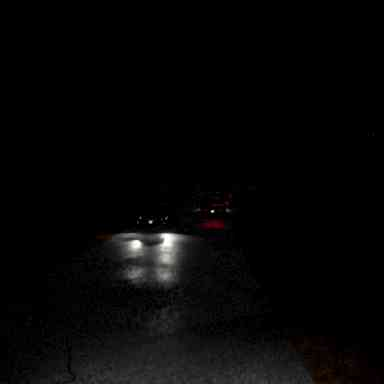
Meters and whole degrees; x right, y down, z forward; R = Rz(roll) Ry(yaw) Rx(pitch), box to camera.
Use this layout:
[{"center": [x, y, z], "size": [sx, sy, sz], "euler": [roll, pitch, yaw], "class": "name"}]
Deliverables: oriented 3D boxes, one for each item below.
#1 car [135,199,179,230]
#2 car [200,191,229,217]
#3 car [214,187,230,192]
[{"center": [-1.848, 1.189, 18.881], "size": [1.837, 1.490, 4.892], "euler": [2, 1, 5], "class": "car"}, {"center": [1.661, 0.988, 25.298], "size": [1.837, 1.490, 4.892], "euler": [0, 2, 6], "class": "car"}, {"center": [3.778, 0.116, 42.814], "size": [2.128, 1.511, 4.902], "euler": [0, 3, 7], "class": "car"}]
